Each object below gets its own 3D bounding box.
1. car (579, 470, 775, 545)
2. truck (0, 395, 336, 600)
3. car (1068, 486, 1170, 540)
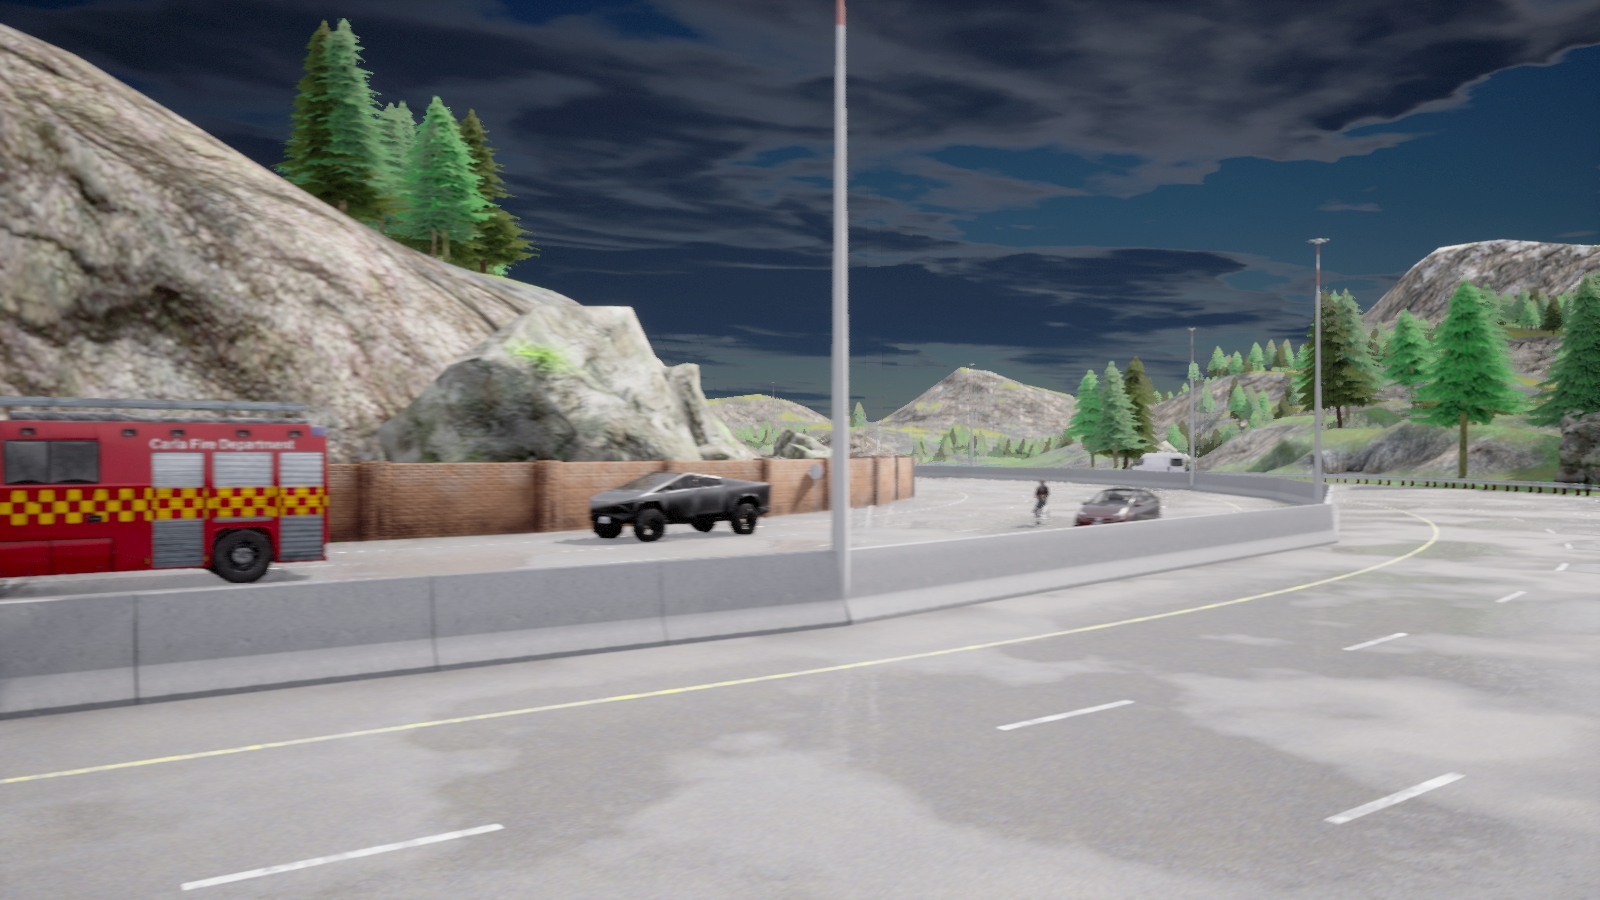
[{"bbox_3d":[-3.822,1.760,36.776,2.390,2.098,6.274,0,0,42],"label":"car"},{"bbox_3d":[-14.387,0.888,23.565,8.468,3.827,2.891,0,0,-36],"label":"truck"},{"bbox_3d":[10.735,2.055,38.225,2.007,1.525,4.514,0,0,34],"label":"car"}]
